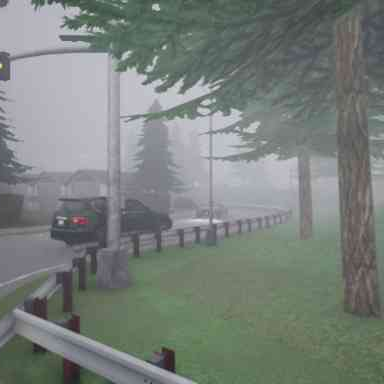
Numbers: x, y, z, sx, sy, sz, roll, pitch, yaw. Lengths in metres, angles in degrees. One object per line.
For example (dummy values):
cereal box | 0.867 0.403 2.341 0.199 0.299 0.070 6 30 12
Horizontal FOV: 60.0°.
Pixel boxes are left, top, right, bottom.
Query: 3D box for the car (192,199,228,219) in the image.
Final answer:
car | 1.809 1.542 28.891 1.994 1.385 4.181 0 0 19

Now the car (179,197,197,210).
car | -0.129 1.340 40.444 4.553 1.767 2.097 0 0 44

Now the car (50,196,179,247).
car | -3.210 1.201 14.295 2.150 2.045 5.566 0 0 35

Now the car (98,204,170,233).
car | -3.414 1.543 20.394 1.994 1.385 4.181 0 0 35
